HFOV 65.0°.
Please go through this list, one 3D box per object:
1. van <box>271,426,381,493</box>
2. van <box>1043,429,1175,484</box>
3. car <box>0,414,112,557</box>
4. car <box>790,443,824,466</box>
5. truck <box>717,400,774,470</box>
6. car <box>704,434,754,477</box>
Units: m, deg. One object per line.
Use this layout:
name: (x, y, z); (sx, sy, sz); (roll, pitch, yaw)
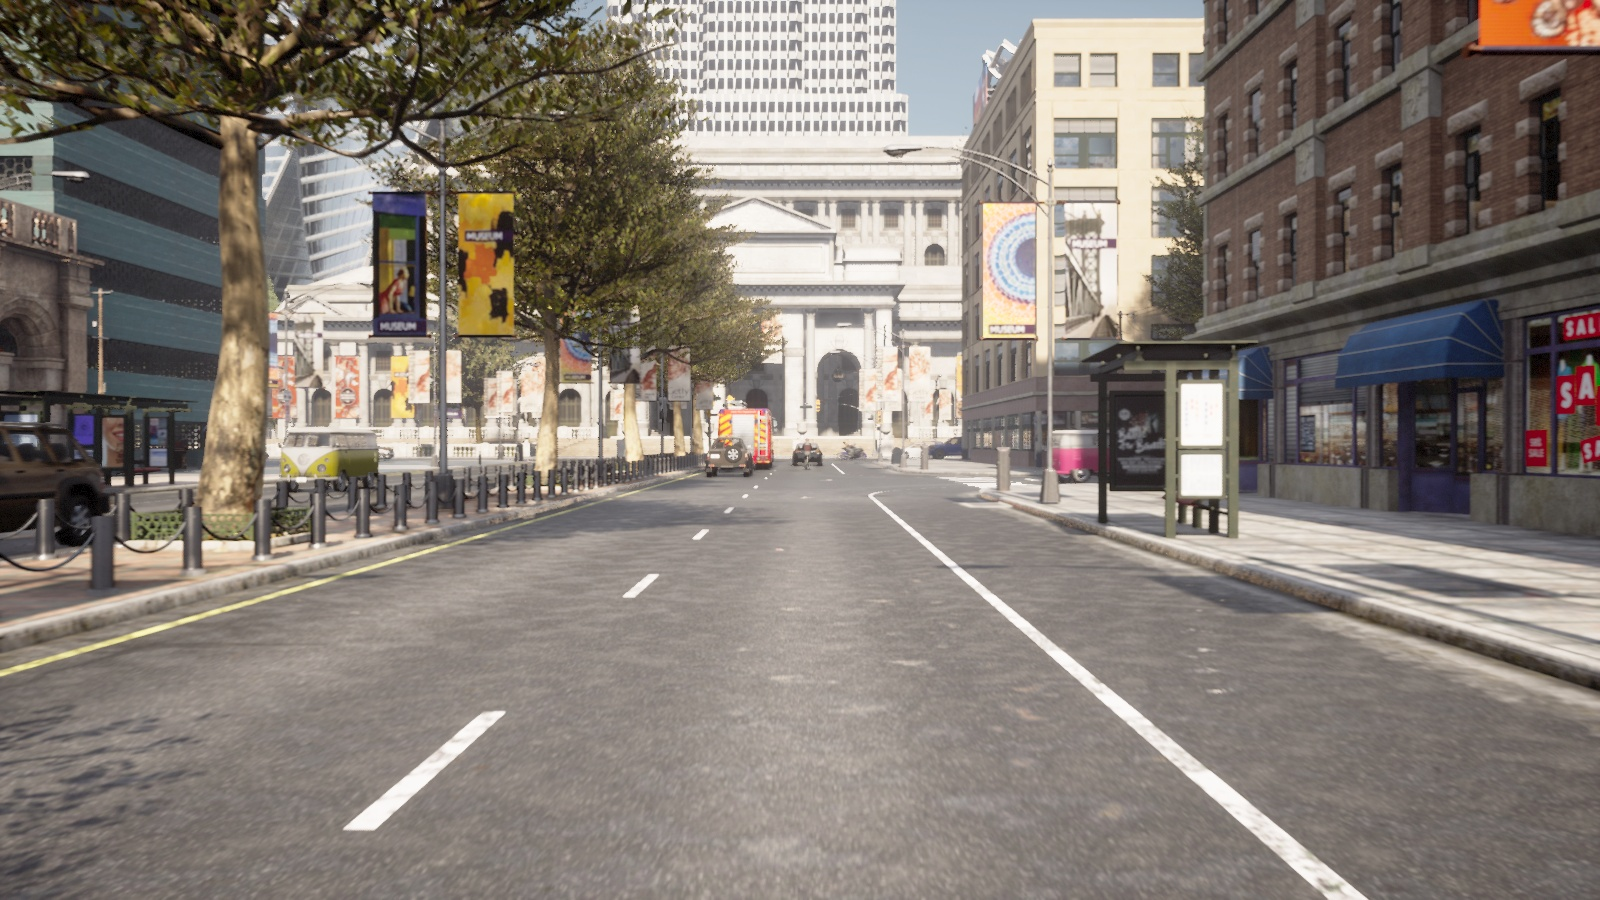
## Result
van: (-14.762, 0.265, 39.372); (1.775, 1.987, 4.442); (0, 0, 0)
van: (11.453, 0.245, 46.642); (4.442, 1.987, 1.775); (0, 0, -10)
car: (-11.390, 0.460, 16.715); (1.932, 1.855, 4.605); (0, 0, 0)
car: (0.484, 0.280, 82.763); (2.163, 1.488, 4.792); (0, 0, 0)
truck: (-3.072, -0.830, 72.708); (2.891, 3.827, 8.468); (0, 0, 0)
car: (-3.163, 0.241, 56.746); (1.932, 1.855, 4.605); (0, 0, 0)
